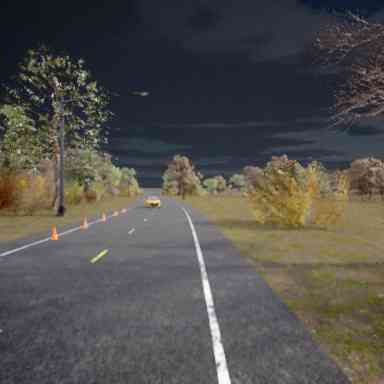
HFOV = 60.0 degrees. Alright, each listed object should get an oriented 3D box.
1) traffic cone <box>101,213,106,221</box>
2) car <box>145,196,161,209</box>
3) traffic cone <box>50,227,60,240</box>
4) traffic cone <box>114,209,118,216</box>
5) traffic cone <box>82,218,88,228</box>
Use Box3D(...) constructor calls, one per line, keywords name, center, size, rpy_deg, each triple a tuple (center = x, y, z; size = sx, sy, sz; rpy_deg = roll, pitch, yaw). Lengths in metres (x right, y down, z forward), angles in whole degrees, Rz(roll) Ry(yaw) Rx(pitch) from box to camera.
Box3D(name="traffic cone", center=(-6.800, 1.905, 25.590), size=(0.340, 0.580, 0.340), rpy_deg=(0, 0, -2))
Box3D(name="car", center=(-5.265, 1.373, 44.879), size=(1.882, 1.535, 5.008), rpy_deg=(0, 0, -12))
Box3D(name="traffic cone", center=(-6.462, 1.929, 15.645), size=(0.340, 0.580, 0.340), rpy_deg=(0, 0, -2))
Box3D(name="traffic cone", center=(-7.027, 1.892, 30.561), size=(0.340, 0.580, 0.340), rpy_deg=(0, 0, -3))
Box3D(name="traffic cone", center=(-6.611, 1.917, 20.618), size=(0.340, 0.580, 0.340), rpy_deg=(0, 0, -2))
